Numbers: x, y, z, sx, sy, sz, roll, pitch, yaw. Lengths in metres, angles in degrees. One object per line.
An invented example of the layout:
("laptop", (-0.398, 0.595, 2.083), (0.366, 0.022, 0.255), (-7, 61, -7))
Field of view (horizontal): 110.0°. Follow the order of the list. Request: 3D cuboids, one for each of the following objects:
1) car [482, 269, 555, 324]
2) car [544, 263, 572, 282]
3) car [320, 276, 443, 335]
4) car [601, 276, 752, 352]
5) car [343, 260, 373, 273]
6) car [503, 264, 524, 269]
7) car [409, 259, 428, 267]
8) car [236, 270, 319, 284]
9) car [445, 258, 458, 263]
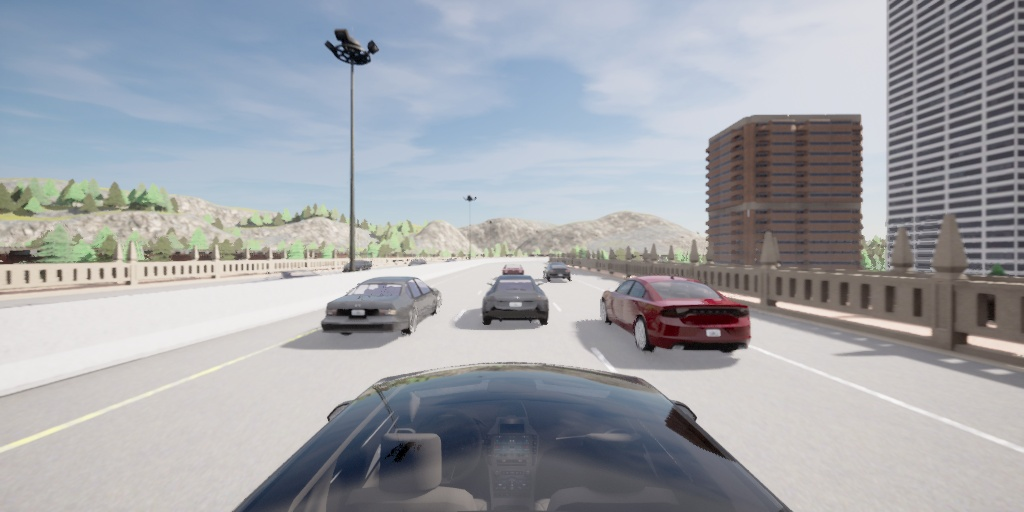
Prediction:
("car", (0.103, 1.303, 11.901), (1.994, 1.385, 4.181), (0, 0, 0))
("car", (3.608, 1.246, 28.957), (1.812, 1.442, 4.674), (0, 0, 0))
("car", (-3.396, 1.288, 10.425), (2.033, 1.411, 5.357), (0, 0, 0))
("car", (3.602, 1.220, 8.883), (1.882, 1.535, 5.008), (0, 0, 0))
("car", (-17.554, 1.214, 41.170), (1.837, 1.490, 4.892), (0, 0, 0))
("car", (0.110, 1.319, 31.731), (1.895, 1.301, 4.718), (0, 0, 0))
("car", (-14.006, 1.187, 53.762), (2.128, 1.511, 4.902), (0, 0, 0))
("car", (-10.593, 1.334, 16.972), (1.895, 1.301, 4.718), (0, 0, 0))
("car", (-10.483, 1.185, 62.710), (2.128, 1.511, 4.902), (0, 0, 0))
